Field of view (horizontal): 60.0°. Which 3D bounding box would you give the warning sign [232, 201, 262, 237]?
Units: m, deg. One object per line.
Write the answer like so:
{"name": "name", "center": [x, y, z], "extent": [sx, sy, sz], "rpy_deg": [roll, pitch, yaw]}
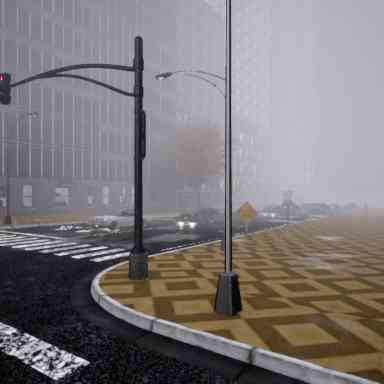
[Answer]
{"name": "warning sign", "center": [3.066, 1.454, 18.581], "extent": [1.300, 1.860, 1.060], "rpy_deg": [1, 1, 33]}

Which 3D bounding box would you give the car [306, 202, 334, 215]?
{"name": "car", "center": [18.280, 2.267, 47.391], "extent": [2.097, 1.767, 4.553], "rpy_deg": [0, -1, 33]}

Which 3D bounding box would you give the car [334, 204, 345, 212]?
{"name": "car", "center": [23.736, 2.640, 55.889], "extent": [2.033, 1.411, 5.357], "rpy_deg": [0, -1, 33]}

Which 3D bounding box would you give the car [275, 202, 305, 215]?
{"name": "car", "center": [13.725, 2.205, 46.402], "extent": [2.097, 1.767, 4.553], "rpy_deg": [0, -1, 33]}

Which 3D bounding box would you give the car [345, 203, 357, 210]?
{"name": "car", "center": [31.341, 2.837, 65.801], "extent": [1.812, 1.442, 4.674], "rpy_deg": [0, -1, 33]}

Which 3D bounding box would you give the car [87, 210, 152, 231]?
{"name": "car", "center": [-5.017, 1.925, 23.515], "extent": [1.895, 1.301, 4.718], "rpy_deg": [0, -1, 33]}

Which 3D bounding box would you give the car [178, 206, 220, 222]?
{"name": "car", "center": [0.849, 2.066, 32.647], "extent": [2.033, 1.411, 5.357], "rpy_deg": [0, -1, 33]}

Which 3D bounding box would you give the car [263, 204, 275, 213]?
{"name": "car", "center": [12.199, 2.456, 50.187], "extent": [1.994, 1.385, 4.181], "rpy_deg": [0, -1, 33]}
